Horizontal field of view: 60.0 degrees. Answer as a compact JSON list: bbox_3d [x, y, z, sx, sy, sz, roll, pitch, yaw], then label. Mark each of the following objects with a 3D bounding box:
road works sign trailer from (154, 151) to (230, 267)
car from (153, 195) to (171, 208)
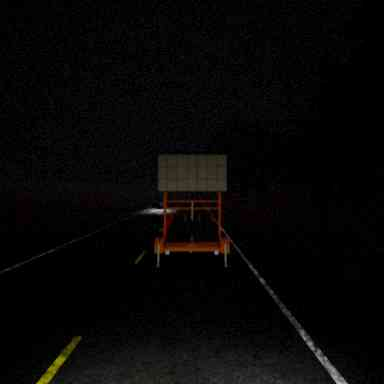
[{"bbox_3d":[0.013,0.424,11.210,2.380,3.560,2.880,0,0,1],"label":"road works sign trailer"},{"bbox_3d":[-3.592,1.176,40.960,2.128,1.511,4.902,0,1,0],"label":"car"}]
